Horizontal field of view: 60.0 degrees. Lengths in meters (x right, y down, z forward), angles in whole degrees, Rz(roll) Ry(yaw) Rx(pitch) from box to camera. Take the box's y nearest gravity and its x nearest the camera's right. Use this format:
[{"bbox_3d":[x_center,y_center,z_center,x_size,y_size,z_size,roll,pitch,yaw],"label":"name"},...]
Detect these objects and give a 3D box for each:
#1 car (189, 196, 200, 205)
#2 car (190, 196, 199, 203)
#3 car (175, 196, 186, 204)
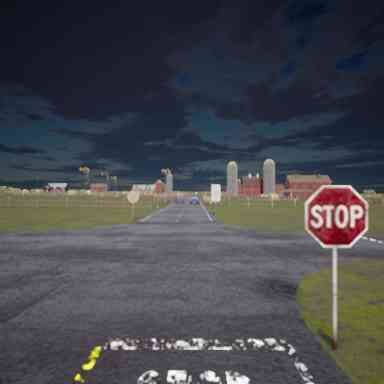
[{"bbox_3d":[0.419,1.582,60.763,1.812,1.442,4.674,0,0,0],"label":"car"},{"bbox_3d":[0.487,1.544,70.831,1.895,1.301,4.718,0,0,0],"label":"car"},{"bbox_3d":[-2.298,1.566,65.817,1.837,1.490,4.892,0,0,0],"label":"car"}]
